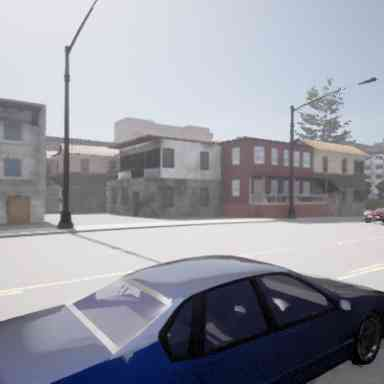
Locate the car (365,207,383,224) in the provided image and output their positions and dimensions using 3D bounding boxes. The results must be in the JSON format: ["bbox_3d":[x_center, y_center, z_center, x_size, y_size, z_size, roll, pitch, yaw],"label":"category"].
[{"bbox_3d":[16.938,2.066,28.973,4.674,1.442,1.812,3,-1,-35],"label":"car"}]

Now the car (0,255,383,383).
[{"bbox_3d":[0.425,1.537,4.050,5.357,1.411,2.033,0,0,-36],"label":"car"}]
